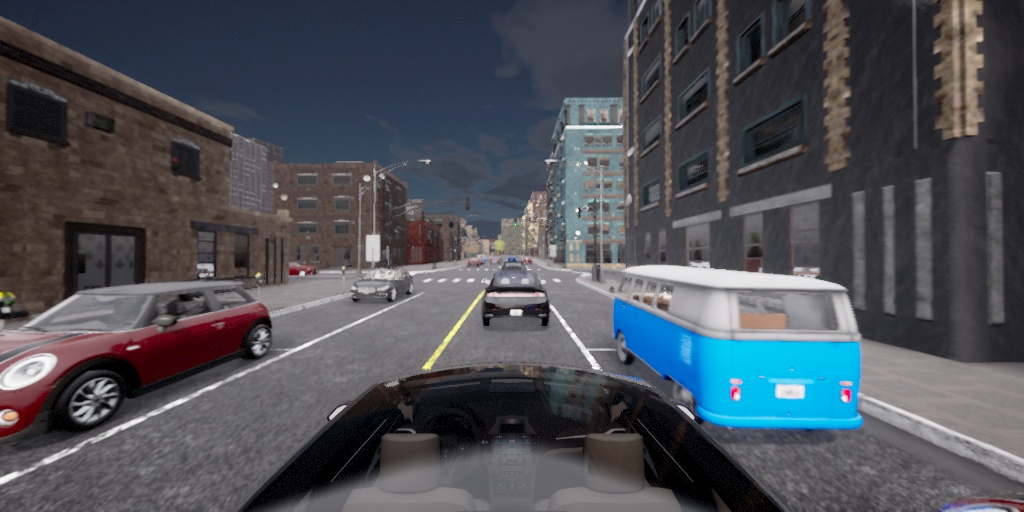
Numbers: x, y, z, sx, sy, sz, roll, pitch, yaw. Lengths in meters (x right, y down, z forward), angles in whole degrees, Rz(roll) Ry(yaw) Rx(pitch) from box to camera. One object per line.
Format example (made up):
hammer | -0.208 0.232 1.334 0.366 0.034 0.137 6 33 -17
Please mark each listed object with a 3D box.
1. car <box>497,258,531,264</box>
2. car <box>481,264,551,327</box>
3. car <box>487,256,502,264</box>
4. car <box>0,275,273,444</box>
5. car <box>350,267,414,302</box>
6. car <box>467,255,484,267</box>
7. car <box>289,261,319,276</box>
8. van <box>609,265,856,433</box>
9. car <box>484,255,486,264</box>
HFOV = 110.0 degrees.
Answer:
car | 0.096 1.081 25.133 1.837 1.490 4.892 0 0 0
car | 0.099 1.170 11.239 2.128 1.511 4.902 0 0 0
car | -3.035 0.807 64.321 1.812 1.442 4.674 0 0 0
car | -5.690 1.163 5.344 1.967 1.591 4.097 0 0 0
car | -5.692 1.193 16.158 2.007 1.370 4.403 0 0 0
car | -5.774 0.903 54.112 1.888 1.381 4.507 0 0 0
car | -19.298 1.142 31.403 4.507 1.381 1.888 0 0 1
van | 2.691 1.064 5.338 1.690 1.789 3.998 0 0 0
car | -5.699 0.861 59.794 1.888 1.381 4.507 0 0 0
